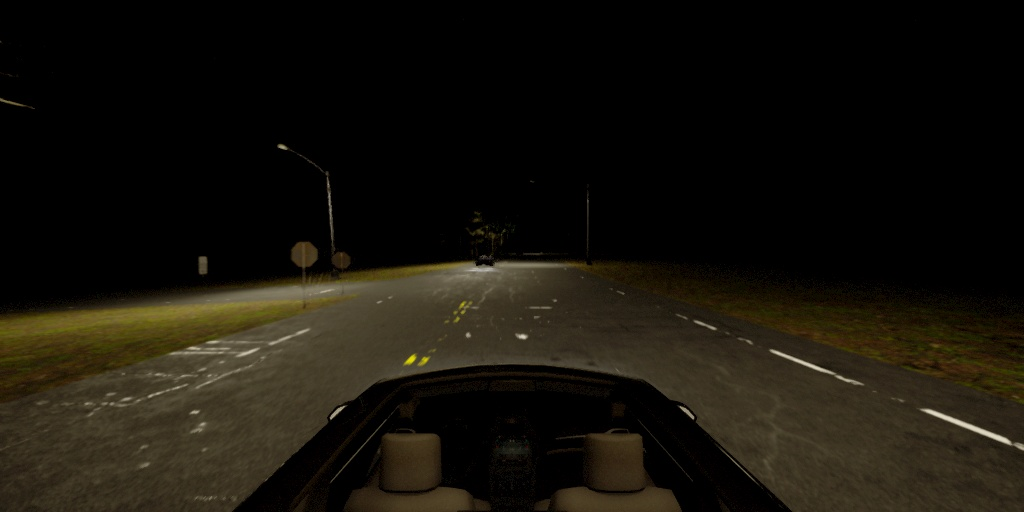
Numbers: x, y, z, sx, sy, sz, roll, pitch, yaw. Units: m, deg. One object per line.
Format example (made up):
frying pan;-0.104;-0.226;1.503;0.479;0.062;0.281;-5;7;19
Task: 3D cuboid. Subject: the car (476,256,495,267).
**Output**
car;-3.070;0.610;41.652;1.895;1.301;4.718;0;1;2
